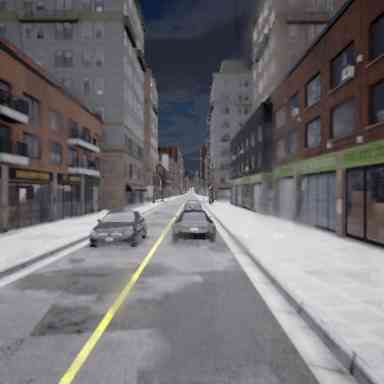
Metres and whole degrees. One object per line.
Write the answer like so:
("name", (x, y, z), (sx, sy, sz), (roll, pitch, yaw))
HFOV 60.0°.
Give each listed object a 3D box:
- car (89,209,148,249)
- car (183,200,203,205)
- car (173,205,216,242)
("car", (-3.097, 1.530, 14.803), (1.812, 1.442, 4.674), (0, 0, 0))
("car", (0.103, 1.553, 34.381), (2.033, 1.411, 5.357), (0, 0, 0))
("car", (0.101, 1.569, 16.286), (1.994, 1.385, 4.181), (0, 0, 0))
